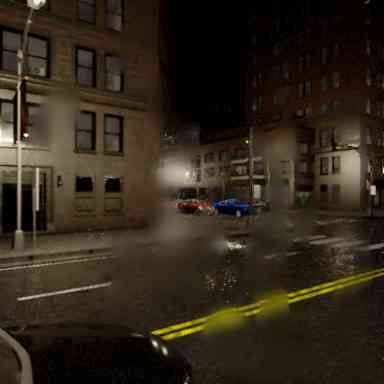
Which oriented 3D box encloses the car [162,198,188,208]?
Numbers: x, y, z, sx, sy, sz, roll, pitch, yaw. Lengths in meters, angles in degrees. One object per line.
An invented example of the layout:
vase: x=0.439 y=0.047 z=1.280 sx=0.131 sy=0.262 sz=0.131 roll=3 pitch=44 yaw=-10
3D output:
car: x=-2.579 y=1.586 z=49.201 sx=1.947 sy=1.339 sz=4.313 roll=0 pitch=0 yaw=-35

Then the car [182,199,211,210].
car: x=0.598 y=1.602 z=44.698 sx=1.802 sy=1.307 sz=4.206 roll=0 pitch=0 yaw=-35

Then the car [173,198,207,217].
car: x=0.393 y=1.428 z=31.066 sx=1.967 sy=1.590 sz=4.097 roll=0 pitch=0 yaw=-35

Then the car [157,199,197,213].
car: x=-1.848 y=1.544 z=38.645 sx=2.033 sy=1.411 sz=5.357 roll=0 pitch=0 yaw=-35

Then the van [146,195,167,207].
van: x=-5.754 y=1.363 z=53.704 sx=1.690 sy=1.788 sz=3.998 roll=0 pitch=0 yaw=-35

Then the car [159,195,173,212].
car: x=-2.783 y=1.427 z=35.569 sx=1.967 sy=1.590 sz=4.097 roll=0 pitch=0 yaw=-35

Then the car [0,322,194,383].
car: x=-2.076 y=1.526 z=1.954 sx=4.674 sy=1.442 sz=1.812 roll=1 pitch=0 yaw=-36

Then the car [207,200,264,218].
car: x=3.855 y=1.477 z=30.556 sx=1.882 sy=1.535 sz=5.008 roll=0 pitch=0 yaw=-35

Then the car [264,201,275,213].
car: x=6.951 y=1.588 z=35.690 sx=1.947 sy=1.339 sz=4.313 roll=0 pitch=0 yaw=-35
